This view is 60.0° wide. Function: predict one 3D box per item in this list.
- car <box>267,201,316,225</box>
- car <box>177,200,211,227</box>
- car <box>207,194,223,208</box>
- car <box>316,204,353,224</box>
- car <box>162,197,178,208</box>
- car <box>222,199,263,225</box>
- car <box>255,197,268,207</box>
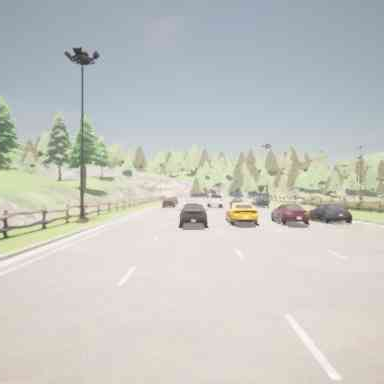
[{"bbox_3d":[7.087,1.574,24.283,1.812,1.442,4.674,0,0,0],"label":"car"},{"bbox_3d":[0.089,1.548,23.066,1.837,1.490,4.892,0,0,0],"label":"car"},{"bbox_3d":[3.473,1.320,50.796,2.150,2.045,5.566,0,0,0],"label":"car"},{"bbox_3d":[10.596,1.615,25.676,1.994,1.385,4.181,0,0,0],"label":"car"},{"bbox_3d":[-3.527,1.575,50.762,1.882,1.535,5.008,0,0,0],"label":"car"},{"bbox_3d":[3.587,1.526,24.502,1.882,1.535,5.008,0,0,0],"label":"car"},{"bbox_3d":[10.474,1.606,50.865,1.837,1.490,4.892,0,0,0],"label":"car"}]
